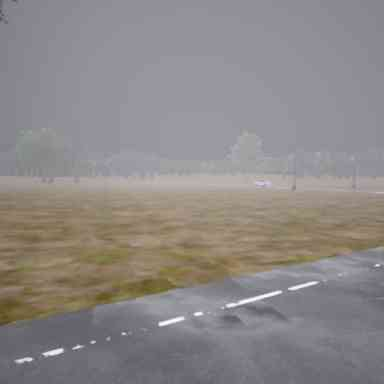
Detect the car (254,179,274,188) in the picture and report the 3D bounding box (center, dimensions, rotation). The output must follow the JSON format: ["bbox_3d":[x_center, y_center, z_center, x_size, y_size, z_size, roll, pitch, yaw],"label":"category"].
[{"bbox_3d":[17.866,-2.135,83.037,2.150,2.045,5.566,-1,3,-28],"label":"car"}]
